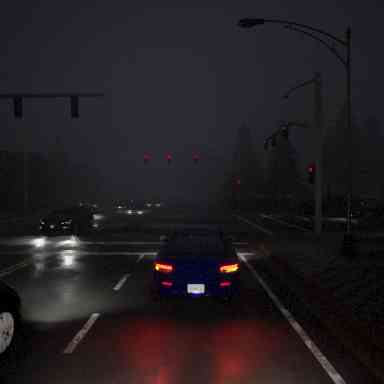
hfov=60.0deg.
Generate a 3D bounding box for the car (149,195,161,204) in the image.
[{"bbox_3d":[-7.053,1.369,63.348,2.097,1.767,4.553,0,0,0],"label":"car"}]

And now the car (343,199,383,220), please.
[{"bbox_3d":[15.896,1.556,27.646,5.357,1.411,2.033,0,0,0],"label":"car"}]

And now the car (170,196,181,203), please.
[{"bbox_3d":[-3.451,1.499,69.643,1.882,1.535,5.008,0,0,0],"label":"car"}]

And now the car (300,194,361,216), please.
[{"bbox_3d":[13.076,1.232,31.146,5.566,2.045,2.150,0,0,0],"label":"car"}]

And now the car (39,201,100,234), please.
[{"bbox_3d":[-7.114,1.511,19.333,1.837,1.490,4.892,0,0,0],"label":"car"}]

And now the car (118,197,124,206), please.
[{"bbox_3d":[-10.616,1.542,54.012,1.812,1.442,4.674,0,0,0],"label":"car"}]

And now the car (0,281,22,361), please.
[{"bbox_3d":[-3.440,1.506,3.000,1.837,1.490,4.892,0,0,0],"label":"car"}]

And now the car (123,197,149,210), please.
[{"bbox_3d":[-7.126,1.577,42.803,1.994,1.385,4.181,0,0,0],"label":"car"}]

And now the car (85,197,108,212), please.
[{"bbox_3d":[-10.625,1.362,35.929,2.097,1.767,4.553,0,0,0],"label":"car"}]

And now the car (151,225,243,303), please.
[{"bbox_3d":[0.134,1.528,8.132,1.812,1.442,4.674,0,0,2],"label":"car"}]
